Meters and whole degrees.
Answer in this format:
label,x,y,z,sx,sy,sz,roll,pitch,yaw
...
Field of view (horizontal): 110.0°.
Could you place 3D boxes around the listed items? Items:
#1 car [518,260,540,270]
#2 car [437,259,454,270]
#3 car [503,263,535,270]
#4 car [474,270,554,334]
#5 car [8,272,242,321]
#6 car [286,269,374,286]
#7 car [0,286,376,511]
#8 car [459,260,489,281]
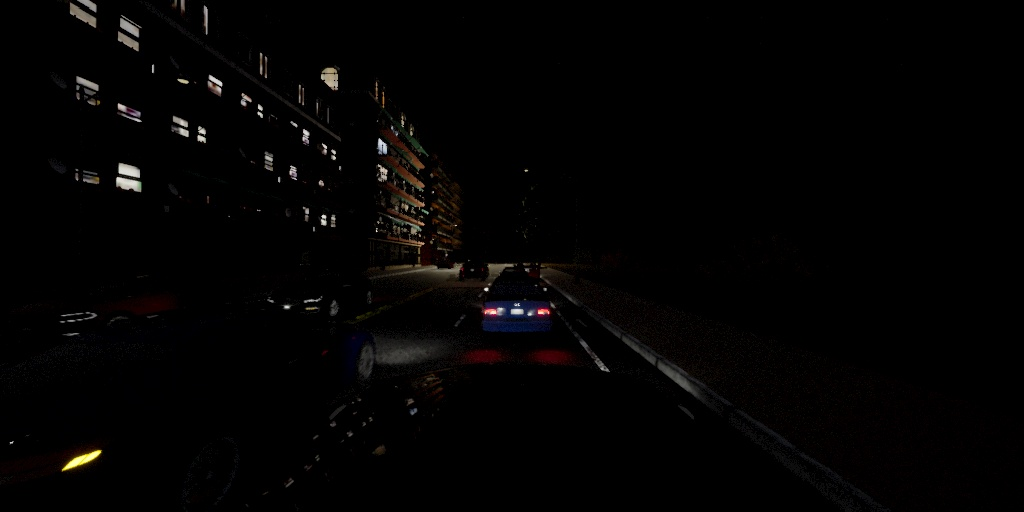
label,x,y,z,sx,sy,sz,roll,pitch,yaw
car,1.173,1.104,29.839,2.097,1.767,4.553,0,0,0
car,-9.777,1.230,52.799,1.882,1.535,5.008,0,0,0
car,0.118,1.317,20.904,1.994,1.385,4.181,0,0,1
car,0.112,1.299,10.570,2.033,1.411,5.357,0,0,0
car,-9.840,1.229,9.762,1.882,1.535,5.008,0,0,0
car,-6.587,1.256,12.919,1.837,1.490,4.892,0,0,0
car,-3.149,1.276,3.998,1.812,1.442,4.674,0,0,0
car,-3.110,1.107,30.129,2.097,1.767,4.553,0,0,0
